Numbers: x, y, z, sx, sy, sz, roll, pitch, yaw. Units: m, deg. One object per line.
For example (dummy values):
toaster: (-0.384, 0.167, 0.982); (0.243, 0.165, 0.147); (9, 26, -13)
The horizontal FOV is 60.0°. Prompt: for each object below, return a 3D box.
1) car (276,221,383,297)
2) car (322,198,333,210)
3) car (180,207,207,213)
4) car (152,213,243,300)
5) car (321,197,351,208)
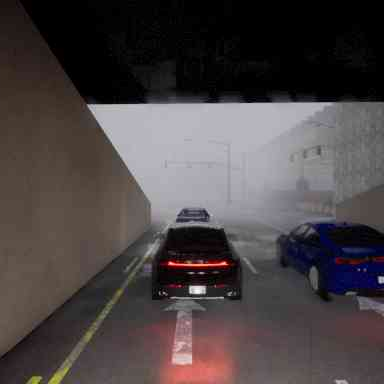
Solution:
car: (3.605, 1.478, 8.664); (1.882, 1.535, 5.008); (0, 0, 0)
car: (17.611, 1.453, 40.675); (4.974, 1.542, 2.038); (0, 0, -45)
car: (0.099, 1.547, 18.126); (2.033, 1.411, 5.357); (0, 0, 3)
car: (0.105, 1.505, 8.380); (1.837, 1.490, 4.892); (0, 0, 0)
car: (17.648, 1.295, 40.712); (4.536, 1.218, 1.853); (0, 0, -45)
